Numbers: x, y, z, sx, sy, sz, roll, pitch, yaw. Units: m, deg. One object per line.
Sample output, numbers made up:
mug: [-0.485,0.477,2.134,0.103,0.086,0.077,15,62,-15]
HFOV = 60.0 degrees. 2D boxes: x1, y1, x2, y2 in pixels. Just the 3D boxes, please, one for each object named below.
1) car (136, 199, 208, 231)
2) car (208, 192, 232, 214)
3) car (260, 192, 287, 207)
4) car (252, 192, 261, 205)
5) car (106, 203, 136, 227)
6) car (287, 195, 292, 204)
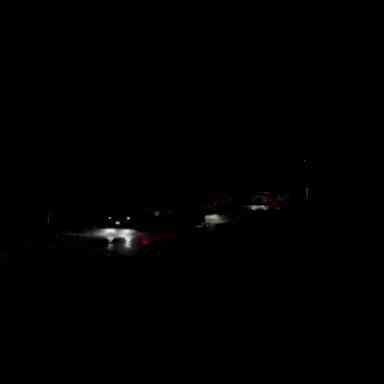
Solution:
car: [-1.022,1.203,19.850,2.097,1.767,4.553,0,0,25]
car: [2.338,1.054,33.969,2.150,2.045,5.566,0,0,25]
car: [11.642,1.140,47.265,2.097,1.767,4.553,0,0,25]
car: [11.163,0.999,52.917,2.150,2.045,5.566,0,0,25]
car: [-3.248,1.408,21.743,2.033,1.411,5.357,0,0,24]
car: [15.802,1.244,56.414,1.882,1.535,5.008,0,0,25]
